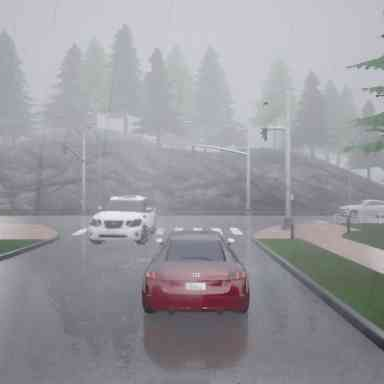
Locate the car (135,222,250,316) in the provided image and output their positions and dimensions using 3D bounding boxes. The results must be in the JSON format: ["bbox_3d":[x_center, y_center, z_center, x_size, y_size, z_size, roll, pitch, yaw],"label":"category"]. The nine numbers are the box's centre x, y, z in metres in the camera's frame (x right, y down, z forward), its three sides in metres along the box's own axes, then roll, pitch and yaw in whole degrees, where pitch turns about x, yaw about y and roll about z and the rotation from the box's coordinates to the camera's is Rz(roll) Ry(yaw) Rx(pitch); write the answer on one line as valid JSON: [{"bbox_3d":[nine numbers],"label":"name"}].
[{"bbox_3d":[0.078,1.564,7.625,1.994,1.385,4.181,0,0,0],"label":"car"}]

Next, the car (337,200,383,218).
[{"bbox_3d":[14.352,1.363,27.158,4.674,1.442,1.812,0,0,0],"label":"car"}]

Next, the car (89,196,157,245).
[{"bbox_3d":[-2.993,1.219,15.718,2.150,2.045,5.566,1,0,2],"label":"car"}]
